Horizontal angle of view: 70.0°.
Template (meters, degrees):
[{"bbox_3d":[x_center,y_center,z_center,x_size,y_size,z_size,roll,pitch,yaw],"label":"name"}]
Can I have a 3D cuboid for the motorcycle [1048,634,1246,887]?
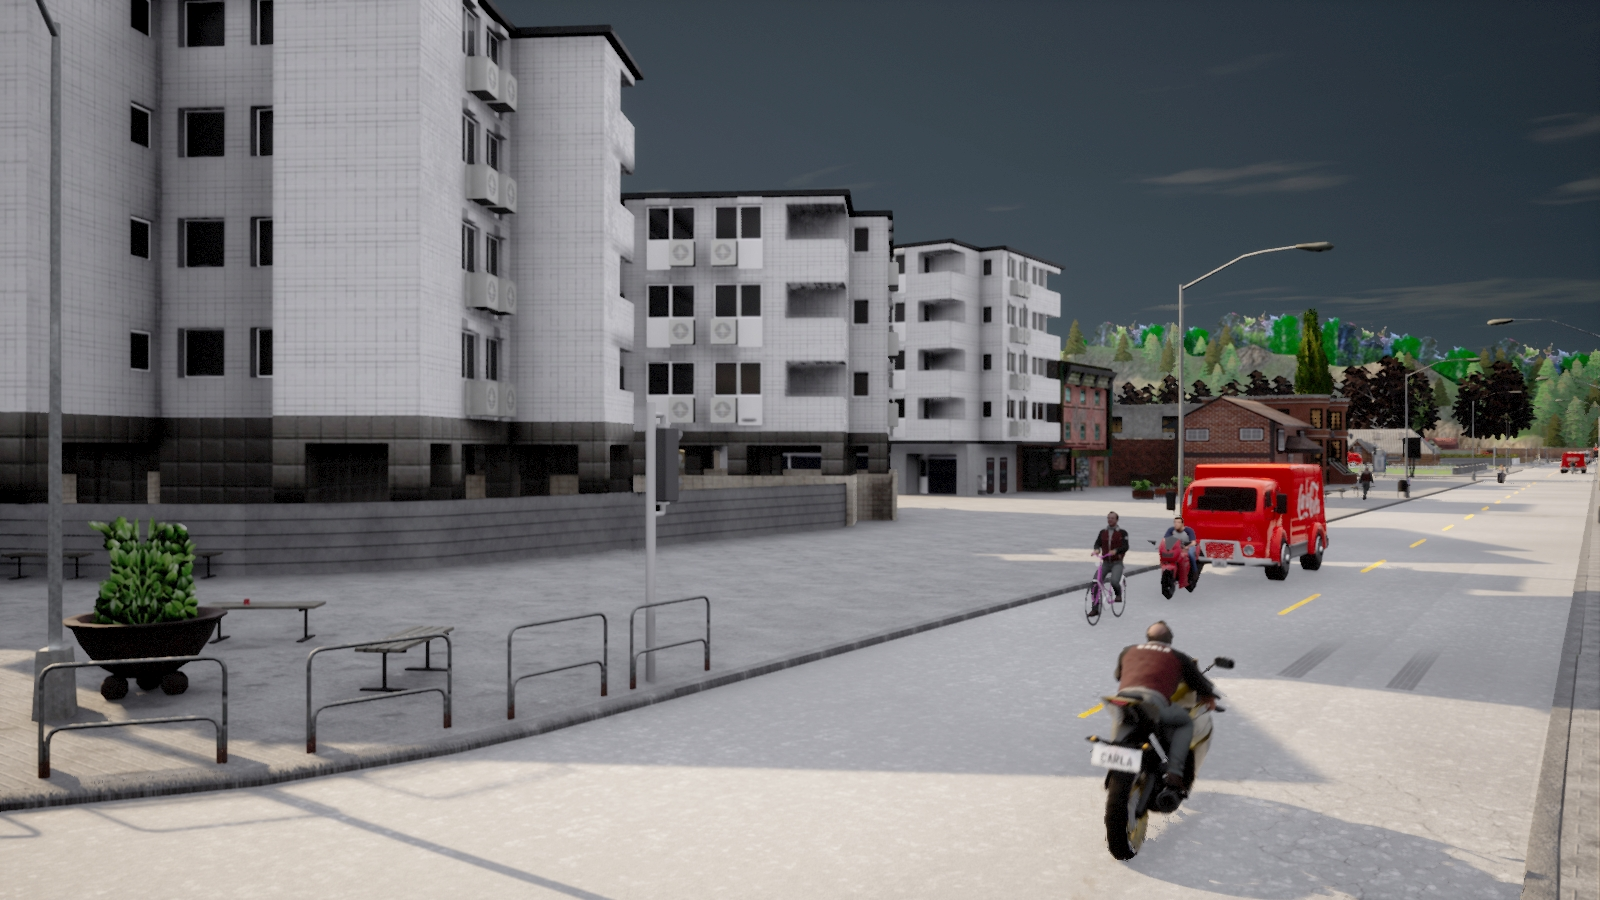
[{"bbox_3d":[2.657,2.195,8.551,0.867,1.251,2.209,1,1,31],"label":"motorcycle"}]

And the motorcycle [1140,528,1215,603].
[{"bbox_3d":[7.203,2.166,21.734,0.803,1.199,2.033,0,0,35],"label":"motorcycle"}]

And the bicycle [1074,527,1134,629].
[{"bbox_3d":[4.941,2.040,18.496,0.329,1.471,1.835,0,0,35],"label":"bicycle"}]

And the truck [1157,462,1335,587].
[{"bbox_3d":[10.292,1.546,26.113,2.627,2.467,5.204,0,0,35],"label":"truck"}]

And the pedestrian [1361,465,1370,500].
[{"bbox_3d":[29.840,1.717,60.265,0.375,1.860,0.375,0,0,38],"label":"pedestrian"}]
